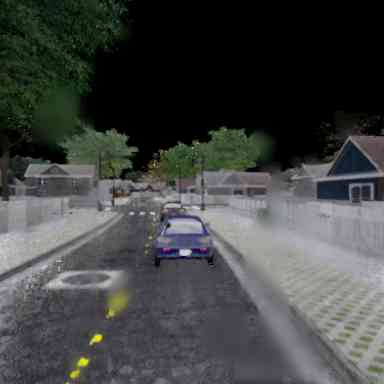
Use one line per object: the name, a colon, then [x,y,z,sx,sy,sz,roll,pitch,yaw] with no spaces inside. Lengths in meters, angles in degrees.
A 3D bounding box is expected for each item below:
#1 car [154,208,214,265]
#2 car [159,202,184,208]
car: [-0.307,1.504,11.526,1.812,1.442,4.674,0,0,-3]
car: [-1.553,1.479,26.236,1.812,1.442,4.674,0,0,-6]
